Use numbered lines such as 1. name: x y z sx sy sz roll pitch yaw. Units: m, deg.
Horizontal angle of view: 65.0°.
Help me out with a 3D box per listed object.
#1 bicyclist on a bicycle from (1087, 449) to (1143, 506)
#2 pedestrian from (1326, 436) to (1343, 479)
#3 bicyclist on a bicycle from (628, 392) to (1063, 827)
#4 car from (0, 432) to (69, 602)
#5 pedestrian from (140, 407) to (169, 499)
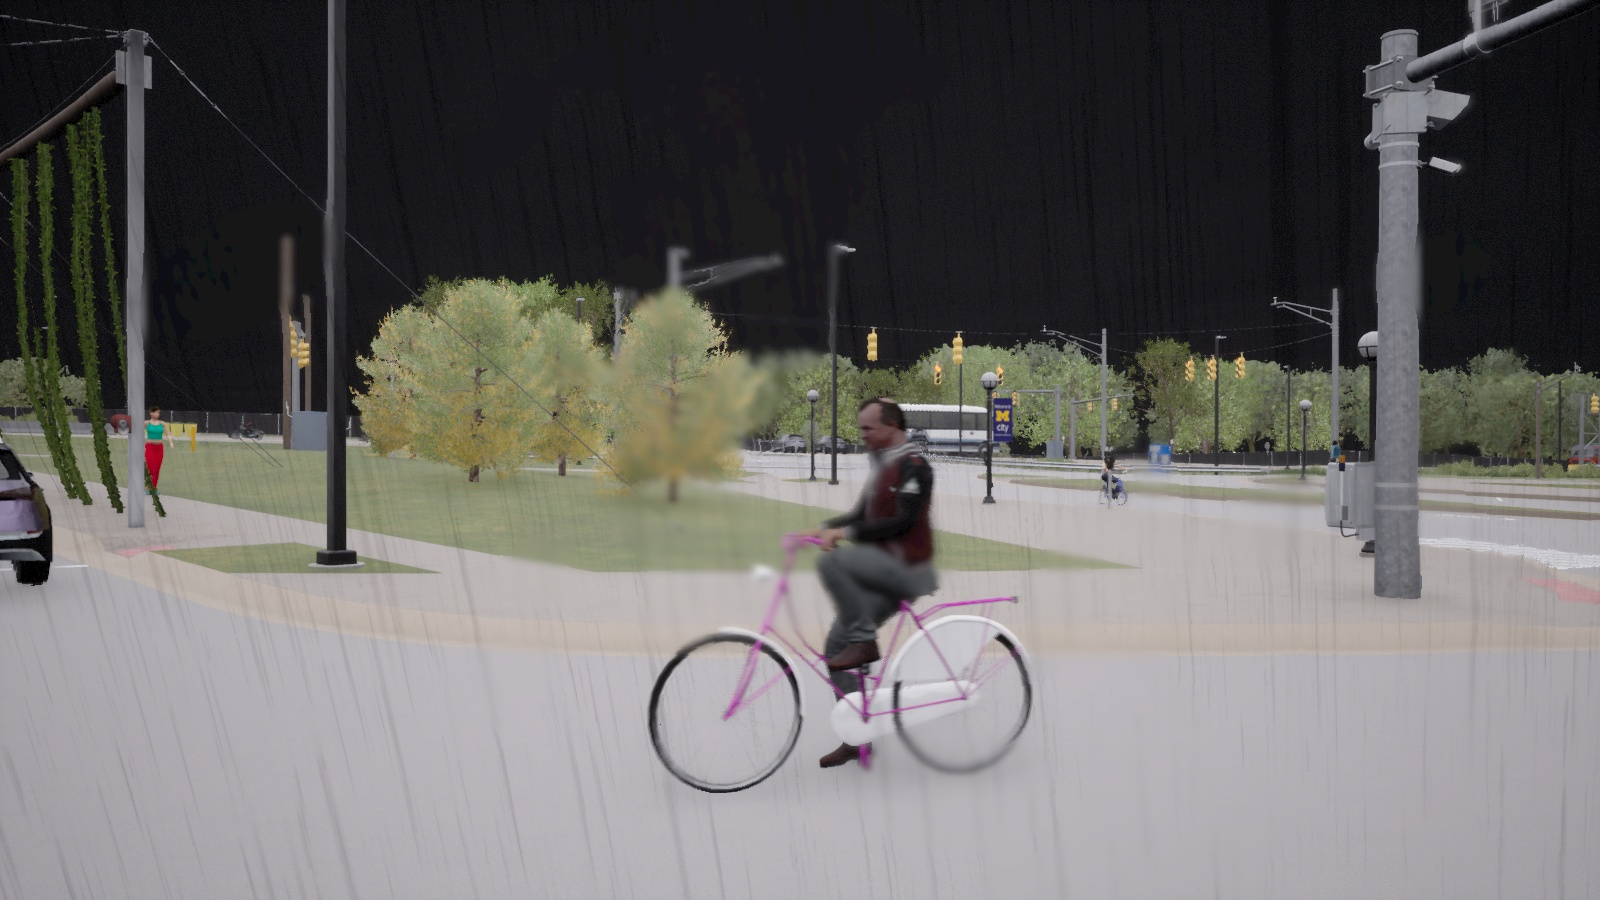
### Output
1. bicyclist on a bicycle: 9.023 0.772 36.045 0.866 1.612 1.509 1 0 -18
2. pedestrian: 24.218 0.325 56.922 0.396 1.930 0.692 0 0 -6
3. bicyclist on a bicycle: 0.193 0.644 5.699 1.843 1.776 0.659 -1 0 -16
4. car: -9.798 0.636 14.208 2.033 1.649 4.856 0 1 -38
5. pedestrian: -13.150 0.056 25.578 0.345 1.836 0.594 0 0 -44
